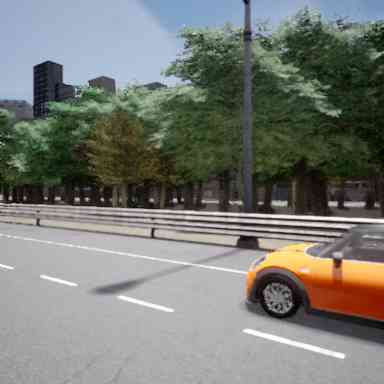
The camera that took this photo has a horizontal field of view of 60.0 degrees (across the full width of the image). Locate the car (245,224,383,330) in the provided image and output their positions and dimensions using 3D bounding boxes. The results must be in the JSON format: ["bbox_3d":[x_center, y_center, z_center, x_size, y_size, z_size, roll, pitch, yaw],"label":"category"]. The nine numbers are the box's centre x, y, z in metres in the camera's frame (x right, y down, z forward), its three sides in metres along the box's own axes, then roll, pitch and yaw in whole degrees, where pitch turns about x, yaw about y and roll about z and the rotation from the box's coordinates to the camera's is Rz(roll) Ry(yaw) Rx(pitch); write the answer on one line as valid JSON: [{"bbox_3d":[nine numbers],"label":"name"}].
[{"bbox_3d":[3.243,1.353,5.856,4.553,1.767,2.097,0,0,36],"label":"car"}]
